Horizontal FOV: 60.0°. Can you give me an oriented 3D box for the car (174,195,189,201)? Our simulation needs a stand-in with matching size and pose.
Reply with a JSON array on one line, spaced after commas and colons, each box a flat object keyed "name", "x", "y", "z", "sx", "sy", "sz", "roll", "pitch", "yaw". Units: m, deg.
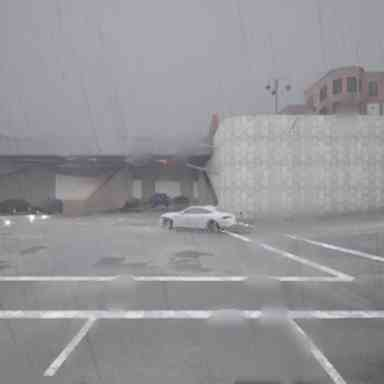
[{"name": "car", "x": -2.317, "y": 1.491, "z": 75.386, "sx": 2.128, "sy": 1.511, "sz": 4.902, "roll": 0, "pitch": 0, "yaw": 24}]

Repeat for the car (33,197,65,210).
[{"name": "car", "x": -18.643, "y": 1.471, "z": 43.644, "sx": 2.128, "sy": 1.511, "sz": 4.902, "roll": 0, "pitch": 0, "yaw": -1}]

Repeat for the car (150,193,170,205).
[{"name": "car", "x": -4.644, "y": 1.198, "z": 50.641, "sx": 2.150, "sy": 2.045, "sz": 5.566, "roll": 0, "pitch": 0, "yaw": -2}]

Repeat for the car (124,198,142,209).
[{"name": "car", "x": -7.995, "y": 1.527, "z": 45.157, "sx": 2.033, "sy": 1.411, "sz": 5.357, "roll": 0, "pitch": 0, "yaw": -2}]

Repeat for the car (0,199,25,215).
[{"name": "car", "x": -18.384, "y": 1.462, "z": 34.218, "sx": 1.882, "sy": 1.535, "sz": 5.008, "roll": 0, "pitch": 0, "yaw": -1}]

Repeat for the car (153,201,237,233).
[{"name": "car", "x": 0.332, "y": 1.524, "z": 19.738, "sx": 4.674, "sy": 1.442, "sz": 1.812, "roll": 1, "pitch": 1, "yaw": 24}]

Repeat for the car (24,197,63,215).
[{"name": "car", "x": -14.896, "y": 1.532, "z": 34.629, "sx": 2.033, "sy": 1.411, "sz": 5.357, "roll": 0, "pitch": 0, "yaw": -2}]
